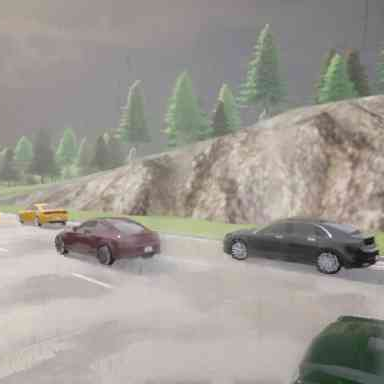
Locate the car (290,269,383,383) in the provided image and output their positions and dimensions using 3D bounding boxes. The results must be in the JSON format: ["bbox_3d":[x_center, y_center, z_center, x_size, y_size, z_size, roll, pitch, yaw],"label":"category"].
[{"bbox_3d":[3.021,1.630,1.979,4.718,1.301,1.895,0,0,35],"label":"car"}]

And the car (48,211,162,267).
[{"bbox_3d":[-3.028,1.583,11.705,4.674,1.442,1.812,0,0,42],"label":"car"}]

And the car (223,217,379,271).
[{"bbox_3d":[3.275,1.587,10.805,4.892,1.490,1.837,0,0,40],"label":"car"}]

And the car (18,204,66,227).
[{"bbox_3d":[-10.667,1.568,23.644,5.008,1.535,1.882,0,0,43],"label":"car"}]
